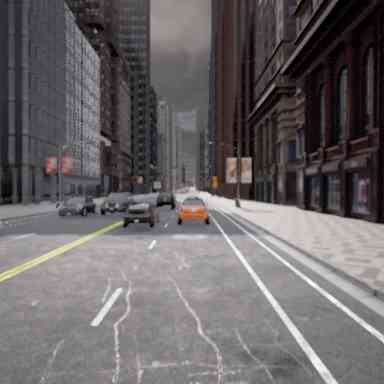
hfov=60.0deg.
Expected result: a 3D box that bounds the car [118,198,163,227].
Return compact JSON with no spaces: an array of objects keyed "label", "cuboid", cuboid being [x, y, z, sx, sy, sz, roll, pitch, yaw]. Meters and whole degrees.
[{"label":"car","cuboid":[-3.141,1.365,21.319,1.837,1.490,4.892,0,1,0]}]

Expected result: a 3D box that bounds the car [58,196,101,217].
[{"label":"car","cuboid":[-9.778,1.165,28.719,2.097,1.767,4.553,0,0,0]}]

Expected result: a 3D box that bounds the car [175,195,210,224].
[{"label":"car","cuboid":[0.110,1.196,23.549,2.097,1.767,4.553,0,0,0]}]

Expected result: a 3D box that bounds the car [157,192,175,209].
[{"label":"car","cuboid":[-3.131,0.969,41.526,2.150,2.045,5.566,0,1,0]}]

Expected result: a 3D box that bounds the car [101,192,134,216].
[{"label":"car","cuboid":[-6.518,1.032,29.813,2.150,2.045,5.566,0,0,1]}]

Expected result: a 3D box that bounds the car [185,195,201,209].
[{"label":"car","cuboid":[0.117,1.249,42.502,1.837,1.490,4.892,0,1,0]}]

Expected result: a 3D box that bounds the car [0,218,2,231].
[{"label":"car","cuboid":[-9.800,1.429,13.781,1.812,1.442,4.674,0,0,1]}]
